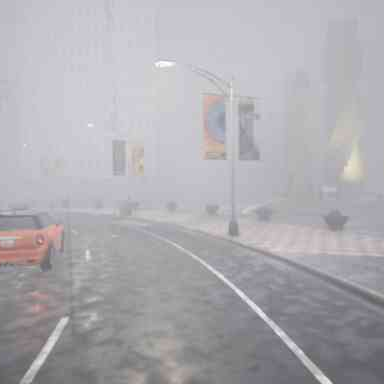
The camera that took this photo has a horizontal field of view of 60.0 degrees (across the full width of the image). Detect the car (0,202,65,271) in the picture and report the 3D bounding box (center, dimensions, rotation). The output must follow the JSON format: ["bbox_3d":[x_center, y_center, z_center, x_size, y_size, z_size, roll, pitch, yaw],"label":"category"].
[{"bbox_3d":[-5.458,1.372,10.882,2.097,1.767,4.553,-1,0,-15],"label":"car"}]
